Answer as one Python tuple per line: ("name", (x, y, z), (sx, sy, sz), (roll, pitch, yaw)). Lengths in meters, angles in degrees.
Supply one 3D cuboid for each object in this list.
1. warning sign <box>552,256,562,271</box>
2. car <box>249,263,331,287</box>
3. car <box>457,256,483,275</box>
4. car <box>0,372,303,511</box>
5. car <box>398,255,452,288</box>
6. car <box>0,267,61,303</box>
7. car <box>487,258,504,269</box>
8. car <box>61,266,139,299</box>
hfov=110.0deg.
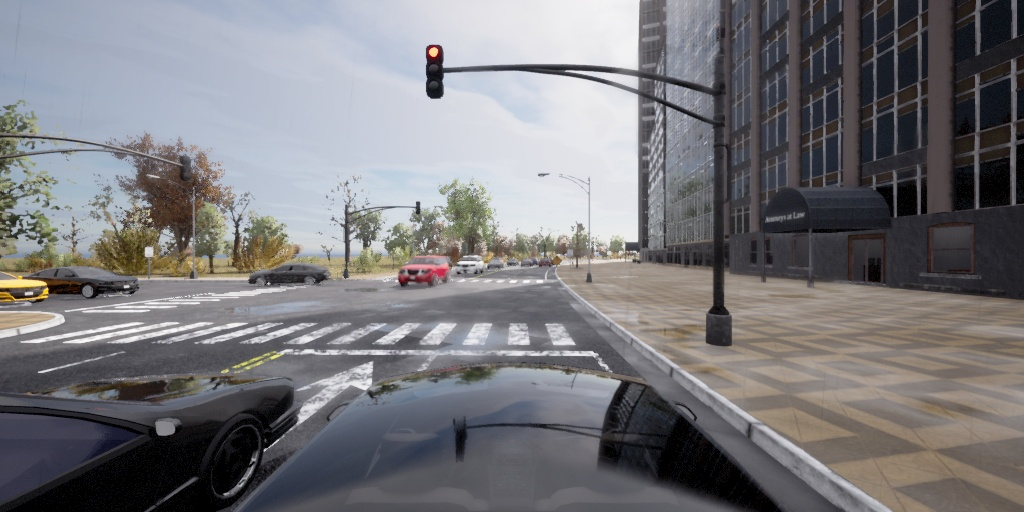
("warning sign", (5.511, 0.868, 43.966), (1.300, 1.860, 1.060), (0, 0, 7))
("car", (-15.177, 1.260, 24.689), (4.892, 1.490, 1.837), (0, 4, -13))
("car", (-4.517, 0.969, 39.031), (2.150, 2.045, 5.566), (0, 0, 5))
("car", (-3.127, 1.298, 1.264), (2.033, 1.411, 5.357), (0, 0, 1))
("car", (-5.778, 0.971, 24.235), (2.150, 2.045, 5.566), (0, 0, 4))
("car", (-22.477, 1.288, 14.941), (5.008, 1.535, 1.882), (0, 0, 3))
("car", (-2.480, 1.277, 54.866), (1.812, 1.442, 4.674), (0, 0, 9))
("car", (-21.836, 1.275, 18.162), (5.008, 1.535, 1.882), (0, 0, 4))
